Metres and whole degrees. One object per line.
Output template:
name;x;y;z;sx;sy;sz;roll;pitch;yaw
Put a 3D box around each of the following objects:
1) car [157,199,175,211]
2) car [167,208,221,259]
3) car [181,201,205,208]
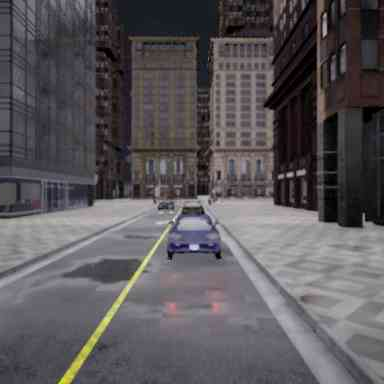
car;-3.087;1.604;40.484;1.994;1.385;4.181;0;0;0
car;0.078;1.533;12.561;1.812;1.442;4.674;0;0;0
car;0.082;1.500;28.139;1.882;1.535;5.008;0;0;0
